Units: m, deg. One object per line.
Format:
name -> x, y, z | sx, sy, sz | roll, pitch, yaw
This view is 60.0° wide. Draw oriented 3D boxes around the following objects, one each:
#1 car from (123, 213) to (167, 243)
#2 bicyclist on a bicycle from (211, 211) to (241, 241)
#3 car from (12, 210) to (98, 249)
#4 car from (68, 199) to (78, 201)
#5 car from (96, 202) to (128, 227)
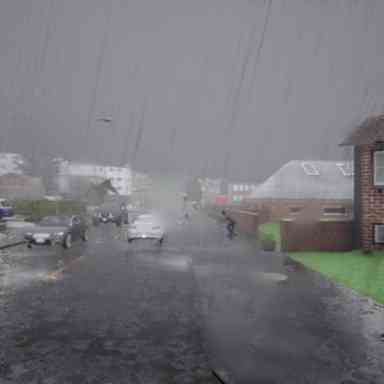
car -> -2.420, 1.977, 18.605 | 1.812, 1.442, 4.674 | 1, -1, -2
bicyclist on a bicycle -> 1.847, 1.835, 17.892 | 1.656, 1.620, 0.582 | 0, -1, -2
car -> -6.500, 1.839, 16.502 | 2.128, 1.511, 4.902 | 1, -1, -2
car -> -24.117, 2.378, 66.303 | 1.905, 1.878, 3.866 | 0, -2, 33
car -> -6.951, 1.879, 28.903 | 2.150, 2.045, 5.566 | 1, -2, -2
